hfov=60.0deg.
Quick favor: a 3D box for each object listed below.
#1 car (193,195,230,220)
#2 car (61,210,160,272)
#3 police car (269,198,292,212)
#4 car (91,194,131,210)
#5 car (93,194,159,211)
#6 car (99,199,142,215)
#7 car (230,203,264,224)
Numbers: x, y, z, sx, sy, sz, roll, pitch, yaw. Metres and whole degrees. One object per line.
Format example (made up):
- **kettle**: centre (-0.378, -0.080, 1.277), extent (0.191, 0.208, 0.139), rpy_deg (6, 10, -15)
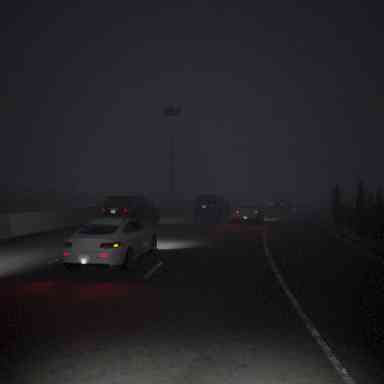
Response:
- **car**: centre (1.827, 1.265, 28.843), extent (2.150, 2.045, 5.566), rpy_deg (0, 0, 19)
- **car**: centre (-2.489, 1.532, 10.830), extent (1.812, 1.442, 4.674), rpy_deg (0, 0, 7)
- **police car**: centre (10.960, 1.593, 40.932), extent (2.038, 1.542, 4.974), rpy_deg (0, 0, 26)
- **car**: centre (-10.779, 1.284, 44.679), extent (2.150, 2.045, 5.566), rpy_deg (0, 0, 25)
- **car**: centre (-3.918, 1.237, 21.915), extent (2.150, 2.045, 5.566), rpy_deg (0, 0, 14)
- **car**: centre (-7.344, 1.514, 34.786), extent (2.128, 1.511, 4.902), rpy_deg (0, 0, 21)
- **car**: centre (4.440, 1.574, 25.540), extent (1.812, 1.442, 4.674), rpy_deg (0, 0, 18)
